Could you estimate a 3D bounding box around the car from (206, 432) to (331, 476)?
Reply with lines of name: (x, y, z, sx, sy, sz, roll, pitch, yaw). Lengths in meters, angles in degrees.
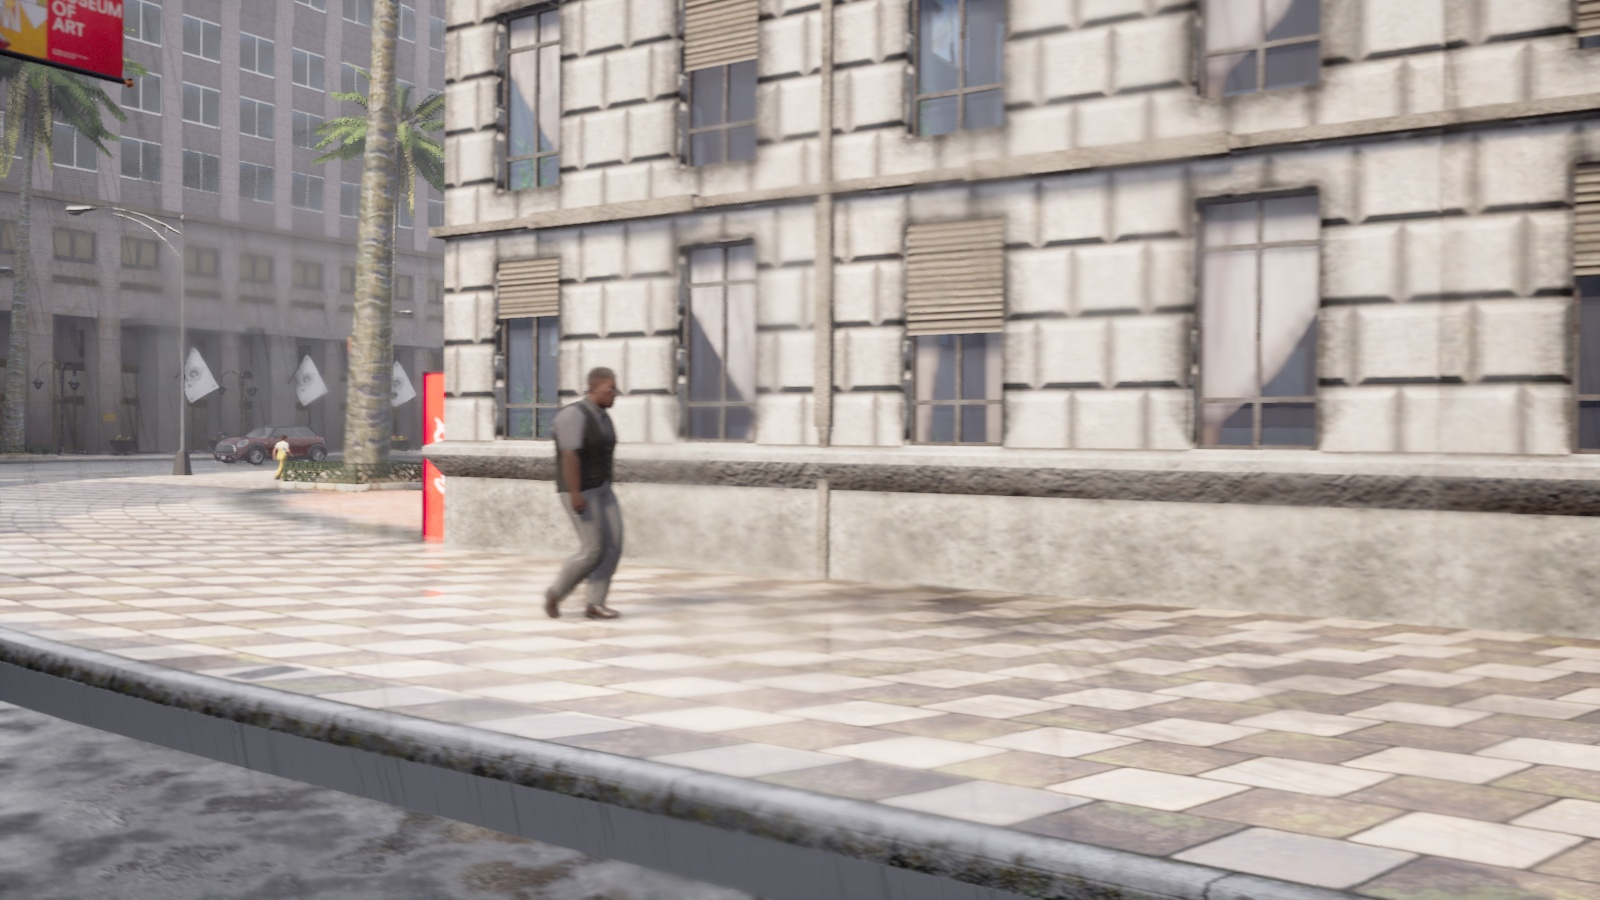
car: (-22.859, 0.134, 54.169, 2.097, 1.767, 4.553, 0, 1, 32)

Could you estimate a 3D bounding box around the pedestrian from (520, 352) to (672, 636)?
pedestrian: (-1.418, 0.290, 8.771, 0.849, 1.883, 0.563, 0, 1, 24)

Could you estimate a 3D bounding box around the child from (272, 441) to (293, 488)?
child: (-13.894, 0.381, 33.704, 0.270, 1.263, 0.437, 0, 1, 24)
